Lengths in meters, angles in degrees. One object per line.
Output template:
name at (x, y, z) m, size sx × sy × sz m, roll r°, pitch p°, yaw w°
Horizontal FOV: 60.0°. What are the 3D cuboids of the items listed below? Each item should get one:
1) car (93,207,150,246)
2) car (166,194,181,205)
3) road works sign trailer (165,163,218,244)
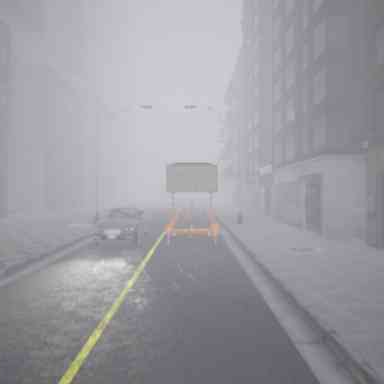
car at (-3.102, 1.459, 15.325) m, size 2.128 × 1.511 × 4.902 m, roll 0°, pitch 0°, yaw 0°
car at (-3.067, 1.453, 56.673) m, size 1.812 × 1.442 × 4.674 m, roll 0°, pitch 0°, yaw 0°
road works sign trailer at (-0.003, 0.432, 15.507) m, size 2.380 × 3.560 × 2.880 m, roll 0°, pitch 0°, yaw 0°
